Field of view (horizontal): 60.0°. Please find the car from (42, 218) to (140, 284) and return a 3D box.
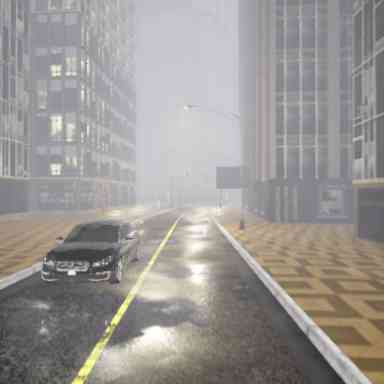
[{"bbox_3d":[-2.733,1.613,9.993,1.837,1.490,4.892,0,-1,0],"label":"car"}]
